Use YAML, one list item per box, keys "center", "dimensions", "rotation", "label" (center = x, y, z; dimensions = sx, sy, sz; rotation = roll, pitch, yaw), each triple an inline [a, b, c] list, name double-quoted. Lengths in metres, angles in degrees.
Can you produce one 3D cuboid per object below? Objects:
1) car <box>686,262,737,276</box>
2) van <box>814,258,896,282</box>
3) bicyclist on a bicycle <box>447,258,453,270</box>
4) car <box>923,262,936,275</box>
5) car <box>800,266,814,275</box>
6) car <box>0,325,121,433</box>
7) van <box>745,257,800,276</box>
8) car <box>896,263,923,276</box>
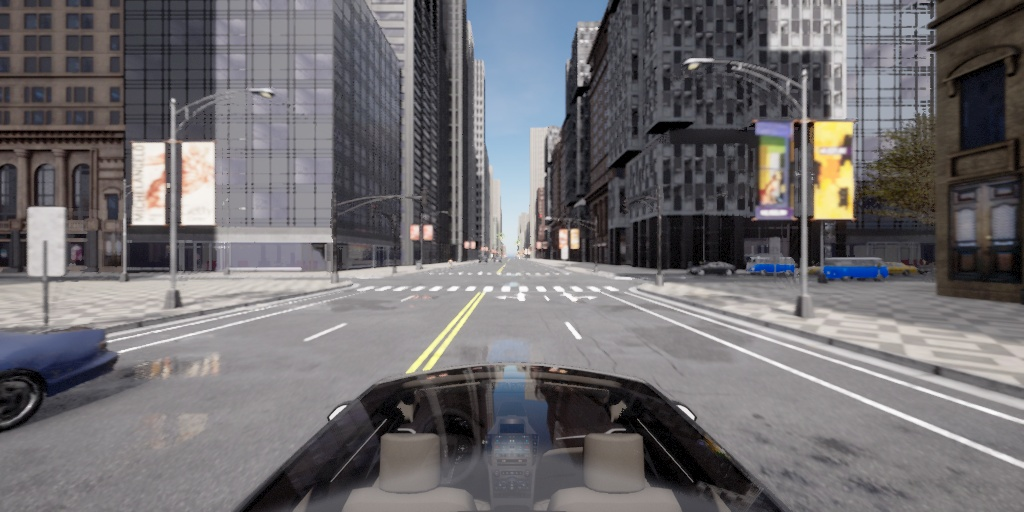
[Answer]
- center: [19.138, 1.227, 34.485]
  dimensions: [4.403, 1.370, 2.007]
  rotation: [0, 0, 0]
  label: "car"
- center: [24.719, 1.005, 25.934]
  dimensions: [3.998, 1.789, 1.690]
  rotation: [0, 0, 0]
  label: "van"
- center: [-8.776, 1.147, 51.026]
  dimensions: [0.866, 1.612, 1.509]
  rotation: [0, 0, 0]
  label: "bicyclist on a bicycle"
- center: [41.611, 1.183, 34.382]
  dimensions: [4.403, 1.370, 2.007]
  rotation: [0, 0, 0]
  label: "car"
- center: [30.204, 1.179, 34.434]
  dimensions: [4.829, 1.417, 1.751]
  rotation: [0, 0, 0]
  label: "car"
- center: [-6.594, 1.297, 2.724]
  dimensions: [2.033, 1.411, 5.357]
  rotation: [0, 0, 0]
  label: "car"
- center: [24.757, 1.006, 34.459]
  dimensions: [3.998, 1.789, 1.690]
  rotation: [0, 0, 0]
  label: "van"
- center: [35.823, 1.169, 34.408]
  dimensions: [4.829, 1.417, 1.751]
  rotation: [0, 0, 0]
  label: "car"
